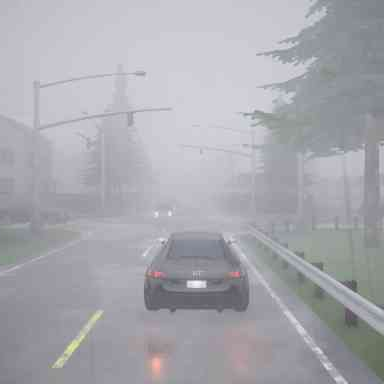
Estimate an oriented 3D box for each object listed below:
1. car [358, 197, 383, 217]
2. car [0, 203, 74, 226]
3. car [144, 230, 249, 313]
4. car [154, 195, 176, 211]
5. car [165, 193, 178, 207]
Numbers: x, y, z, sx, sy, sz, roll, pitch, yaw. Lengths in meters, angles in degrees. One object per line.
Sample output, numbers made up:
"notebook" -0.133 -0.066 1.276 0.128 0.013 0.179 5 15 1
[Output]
"car" 16.086 1.206 26.047 5.566 2.045 2.150 0 0 1
"car" -10.576 1.476 22.625 4.902 1.511 2.128 0 0 2
"car" 0.101 1.564 7.755 1.994 1.385 4.181 0 0 1
"car" -3.395 1.478 41.605 1.882 1.535 5.008 0 0 0
"car" -3.341 1.220 52.260 2.150 2.045 5.566 0 0 0
